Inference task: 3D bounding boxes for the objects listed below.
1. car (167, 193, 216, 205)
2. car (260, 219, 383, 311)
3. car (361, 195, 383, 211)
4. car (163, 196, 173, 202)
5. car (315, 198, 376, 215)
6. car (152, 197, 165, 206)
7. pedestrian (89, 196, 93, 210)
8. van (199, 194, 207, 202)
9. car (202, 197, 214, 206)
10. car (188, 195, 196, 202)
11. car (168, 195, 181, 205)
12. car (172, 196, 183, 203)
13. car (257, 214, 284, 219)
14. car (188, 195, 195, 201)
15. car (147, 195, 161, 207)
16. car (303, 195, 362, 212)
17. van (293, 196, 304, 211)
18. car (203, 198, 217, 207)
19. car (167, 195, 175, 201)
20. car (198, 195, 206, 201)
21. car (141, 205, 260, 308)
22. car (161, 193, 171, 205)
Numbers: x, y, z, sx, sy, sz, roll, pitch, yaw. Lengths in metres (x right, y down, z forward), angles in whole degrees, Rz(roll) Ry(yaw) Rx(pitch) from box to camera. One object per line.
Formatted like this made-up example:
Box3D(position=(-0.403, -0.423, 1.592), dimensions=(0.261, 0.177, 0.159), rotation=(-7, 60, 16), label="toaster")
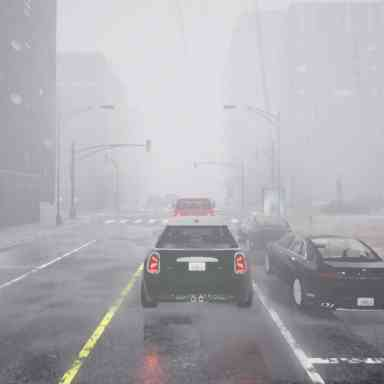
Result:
Box3D(position=(0.080, 1.228, 17.558), dimensions=(2.150, 2.045, 5.566), rotation=(0, 0, 0), label="car")
Box3D(position=(2.828, 1.553, 7.591), dimensions=(2.008, 1.369, 4.403), rotation=(1, 0, 0), label="car")
Box3D(position=(19.275, 1.228, 38.141), dimensions=(5.009, 1.841, 2.192), rotation=(0, 0, 0), label="car")
Box3D(position=(-5.712, 1.597, 79.245), dimensions=(1.947, 1.339, 4.313), rotation=(1, 0, 0), label="car")
Box3D(position=(13.691, 1.413, 29.797), dimensions=(4.206, 1.307, 1.802), rotation=(0, 0, 0), label="car")
Box3D(position=(-5.702, 1.566, 56.961), dimensions=(1.887, 1.381, 4.507), rotation=(1, 0, 0), label="car")
Box3D(position=(-12.546, 1.347, 41.312), dimensions=(0.375, 1.860, 0.375), rotation=(0, 0, 0), label="pedestrian")
Box3D(position=(2.671, 1.373, 79.210), dimensions=(1.690, 1.788, 3.998), rotation=(1, 0, 0), label="van")
Box3D(position=(2.677, 1.603, 56.925), dimensions=(1.802, 1.307, 4.206), rotation=(1, 0, 0), label="car")
Box3D(position=(-0.034, 1.557, 80.947), dimensions=(1.812, 1.442, 4.674), rotation=(0, 0, 0), label="car")
Box3D(position=(-3.093, 1.375, 60.612), dimensions=(2.097, 1.767, 4.553), rotation=(0, 0, 0), label="car")
Box3D(position=(-3.029, 1.553, 70.682), dimensions=(2.128, 1.511, 4.902), rotation=(0, 0, 0), label="car")
Box3D(position=(2.825, 1.555, 13.161), dimensions=(2.008, 1.369, 4.403), rotation=(1, 0, 0), label="car")
Box3D(position=(-0.038, 1.537, 90.833), dimensions=(1.837, 1.490, 4.892), rotation=(0, 0, 0), label="car")
Box3D(position=(-5.696, 1.334, 51.390), dimensions=(2.192, 1.841, 5.009), rotation=(1, 0, 0), label="car")
Box3D(position=(14.974, 1.385, 35.577), dimensions=(5.008, 1.535, 1.882), rotation=(0, -1, 2), label="car")
Box3D(position=(13.748, 1.296, 38.178), dimensions=(3.998, 1.788, 1.690), rotation=(0, 0, 0), label="van")
Box3D(position=(2.680, 1.585, 51.354), dimensions=(1.947, 1.339, 4.313), rotation=(1, 0, 0), label="car")
Box3D(position=(-5.717, 1.603, 90.387), dimensions=(1.947, 1.339, 4.313), rotation=(1, 0, 0), label="car")
Box3D(position=(2.664, 1.582, 90.351), dimensions=(1.887, 1.381, 4.507), rotation=(1, 0, 0), label="car")
Box3D(position=(0.097, 1.354, 8.087), dimensions=(2.097, 1.767, 4.553), rotation=(0, 0, 0), label="car")
Box3D(position=(-3.142, 1.240, 51.043), dimensions=(2.150, 2.045, 5.566), rotation=(0, 0, 0), label="car")
